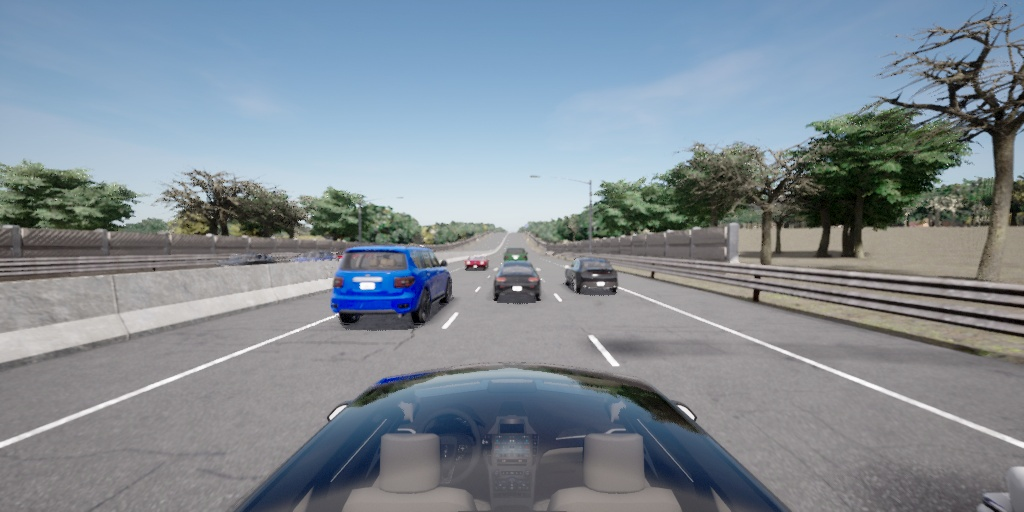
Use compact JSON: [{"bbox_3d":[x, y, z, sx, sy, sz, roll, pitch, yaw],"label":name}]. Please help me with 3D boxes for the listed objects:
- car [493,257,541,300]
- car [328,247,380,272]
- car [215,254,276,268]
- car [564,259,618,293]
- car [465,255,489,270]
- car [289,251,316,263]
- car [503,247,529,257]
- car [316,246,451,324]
[{"bbox_3d":[0.209,0.931,14.950,1.812,1.442,4.674,0,1,1],"label":"car"},{"bbox_3d":[-13.870,0.225,32.022,2.150,2.045,5.566,0,1,1],"label":"car"},{"bbox_3d":[-20.899,0.579,28.357,1.837,1.490,4.892,0,1,0],"label":"car"},{"bbox_3d":[3.716,0.854,17.340,1.837,1.490,4.892,0,1,0],"label":"car"},{"bbox_3d":[-3.165,0.585,33.433,1.895,1.301,4.718,0,1,0],"label":"car"},{"bbox_3d":[-17.371,0.364,31.425,2.097,1.767,4.553,0,1,1],"label":"car"},{"bbox_3d":[0.332,0.219,32.921,2.150,2.045,5.566,0,1,0],"label":"car"},{"bbox_3d":[-3.331,0.722,10.986,2.150,2.045,5.566,0,1,0],"label":"car"}]
